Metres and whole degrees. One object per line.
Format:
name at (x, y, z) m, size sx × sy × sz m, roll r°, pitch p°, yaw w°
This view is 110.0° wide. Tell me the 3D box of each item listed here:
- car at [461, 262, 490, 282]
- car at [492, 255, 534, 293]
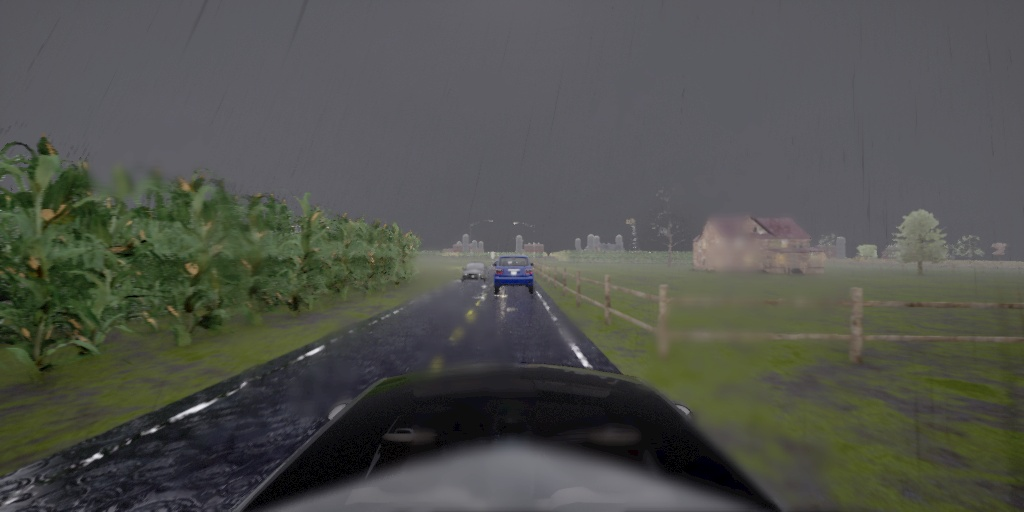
car at (-2.853, 1.245, 28.507) m, size 1.837 × 1.490 × 4.892 m, roll 0°, pitch 0°, yaw 0°
car at (0.094, 0.966, 20.960) m, size 2.150 × 2.045 × 5.566 m, roll 0°, pitch 0°, yaw 0°
